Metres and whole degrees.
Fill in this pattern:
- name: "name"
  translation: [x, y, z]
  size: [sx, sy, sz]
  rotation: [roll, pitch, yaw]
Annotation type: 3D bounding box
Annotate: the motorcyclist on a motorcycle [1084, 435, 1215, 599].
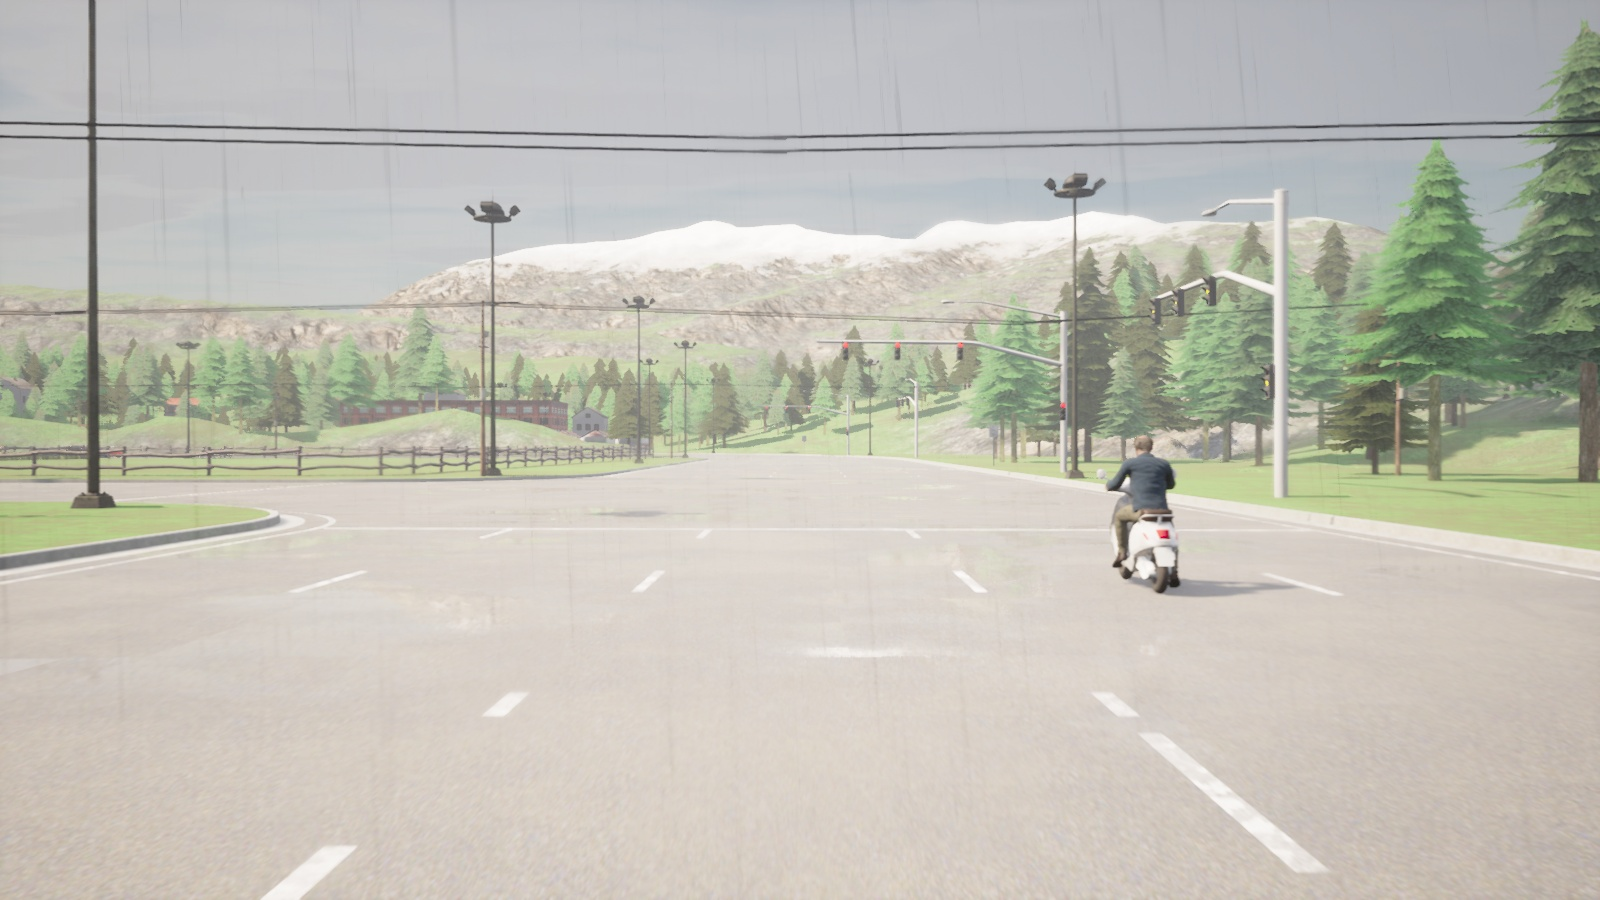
- name: "motorcyclist on a motorcycle"
  translation: [3.592, 0.648, 13.067]
  size: [0.866, 1.590, 1.817]
  rotation: [0, 0, 0]
